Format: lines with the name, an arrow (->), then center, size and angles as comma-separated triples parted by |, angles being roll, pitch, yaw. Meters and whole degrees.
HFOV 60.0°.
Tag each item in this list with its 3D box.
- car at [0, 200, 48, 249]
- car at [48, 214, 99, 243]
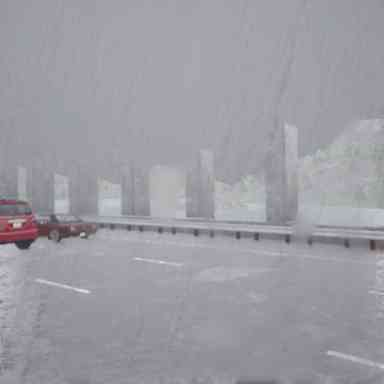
car -> -8.804, 1.356, 13.833 | 5.566, 2.045, 2.150 | 0, 0, 31
car -> -7.068, 1.742, 16.873 | 4.718, 1.301, 1.895 | -1, 0, 31
